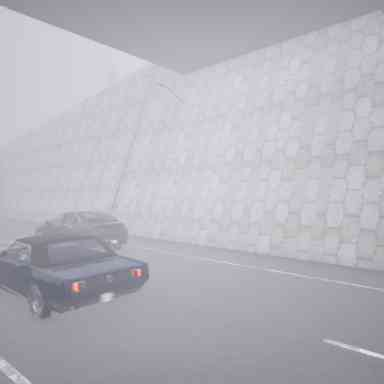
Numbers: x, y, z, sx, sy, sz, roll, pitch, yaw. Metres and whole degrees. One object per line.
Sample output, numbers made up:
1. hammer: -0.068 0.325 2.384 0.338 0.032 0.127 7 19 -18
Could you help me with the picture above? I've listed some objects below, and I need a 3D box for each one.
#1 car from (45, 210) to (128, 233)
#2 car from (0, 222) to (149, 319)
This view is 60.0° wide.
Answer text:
1. car: -4.546 1.505 13.386 4.892 1.490 1.837 0 0 42
2. car: -3.169 1.602 7.453 4.718 1.301 1.895 0 0 42
